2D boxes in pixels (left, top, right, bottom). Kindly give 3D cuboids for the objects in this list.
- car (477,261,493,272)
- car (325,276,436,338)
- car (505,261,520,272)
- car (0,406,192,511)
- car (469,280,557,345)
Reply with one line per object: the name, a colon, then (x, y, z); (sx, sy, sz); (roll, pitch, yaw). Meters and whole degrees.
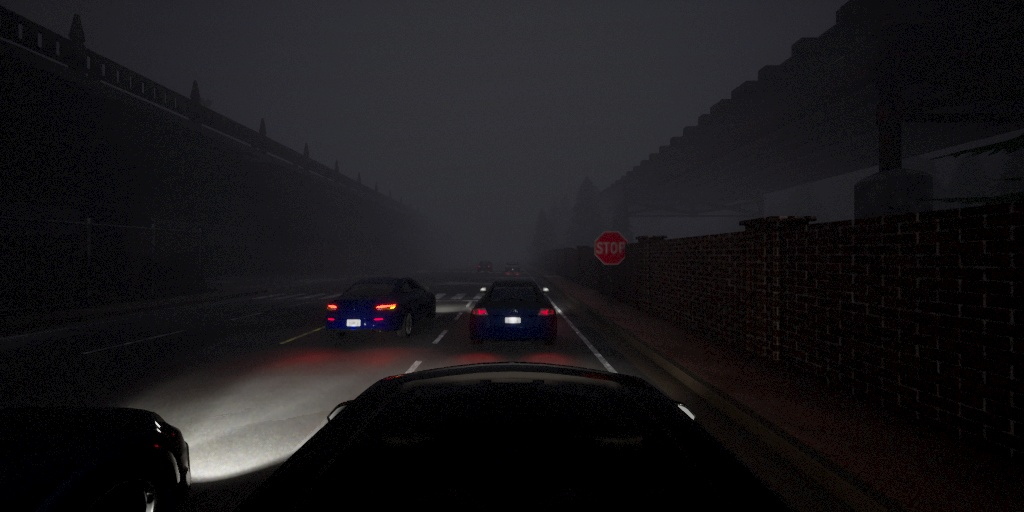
car: (-3.429, 1.297, 46.049); (2.033, 1.411, 5.357); (0, 0, -1)
car: (-3.420, 1.276, 10.031); (1.812, 1.442, 4.674); (0, 0, 0)
car: (0.065, 1.351, 46.239); (1.895, 1.301, 4.718); (0, 0, -1)
car: (-3.399, 1.314, 0.935); (1.994, 1.385, 4.181); (0, 0, 0)
car: (0.062, 1.314, 9.511); (1.994, 1.385, 4.181); (0, 0, 1)
